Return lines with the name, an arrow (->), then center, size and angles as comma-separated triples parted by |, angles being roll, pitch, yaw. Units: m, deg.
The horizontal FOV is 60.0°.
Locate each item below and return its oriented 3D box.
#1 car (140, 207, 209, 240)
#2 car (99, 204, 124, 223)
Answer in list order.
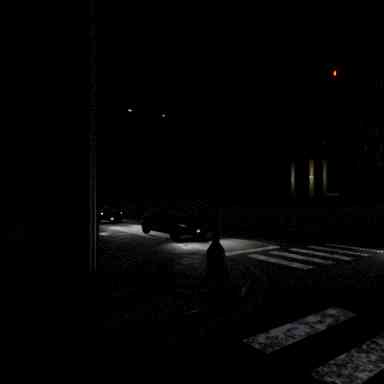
car -> -1.066, 1.529, 17.339 | 1.812, 1.442, 4.674 | 0, 0, -36
car -> -6.993, 1.607, 25.548 | 1.895, 1.301, 4.718 | 0, 0, -36
